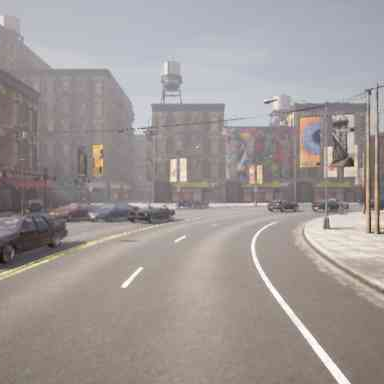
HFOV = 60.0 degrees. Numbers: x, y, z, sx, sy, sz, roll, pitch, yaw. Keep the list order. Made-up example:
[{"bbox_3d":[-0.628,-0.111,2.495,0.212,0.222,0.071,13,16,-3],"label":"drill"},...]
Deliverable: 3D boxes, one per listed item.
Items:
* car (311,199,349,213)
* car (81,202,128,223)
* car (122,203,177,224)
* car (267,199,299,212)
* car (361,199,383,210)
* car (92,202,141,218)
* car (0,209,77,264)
[{"bbox_3d":[15.923,1.581,38.919,4.892,1.490,1.837,0,0,-38],"label":"car"},{"bbox_3d":[-6.391,1.576,26.650,1.812,1.442,4.674,0,0,22],"label":"car"},{"bbox_3d":[-3.069,1.649,25.546,1.895,1.301,4.718,0,0,23],"label":"car"},{"bbox_3d":[10.762,1.567,39.161,4.902,1.511,2.128,0,0,-44],"label":"car"},{"bbox_3d":[24.169,1.611,43.280,4.674,1.442,1.812,0,0,-20],"label":"car"},{"bbox_3d":[-7.242,1.656,32.393,1.895,1.301,4.718,0,0,31],"label":"car"},{"bbox_3d":[-6.547,1.571,12.317,2.033,1.411,5.357,0,0,6],"label":"car"}]
